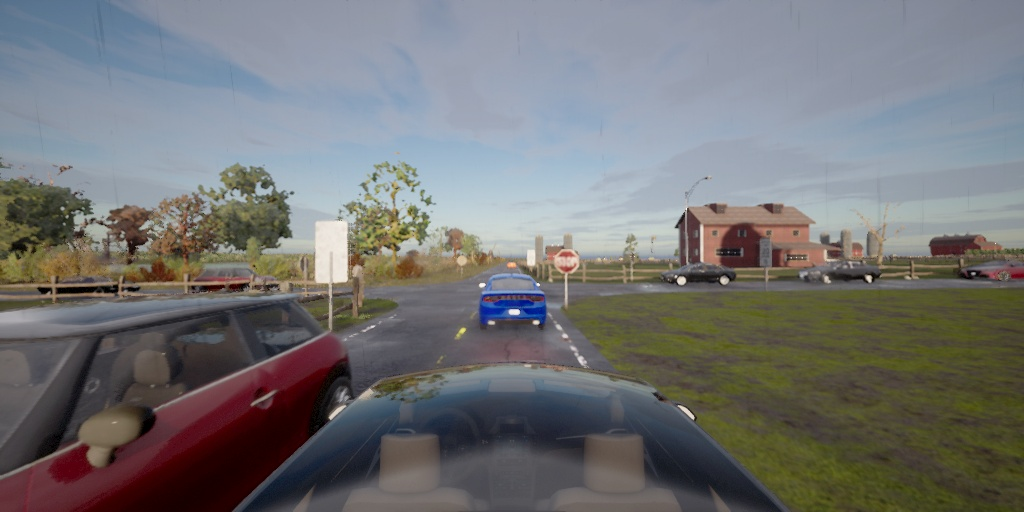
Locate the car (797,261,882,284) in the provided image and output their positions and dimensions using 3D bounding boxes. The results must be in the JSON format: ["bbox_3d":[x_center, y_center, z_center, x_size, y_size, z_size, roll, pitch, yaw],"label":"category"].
[{"bbox_3d":[22.746,1.115,25.042,4.902,1.511,2.128,-1,0,0],"label":"car"}]

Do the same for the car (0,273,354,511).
[{"bbox_3d":[-2.824,1.106,2.121,2.097,1.767,4.553,0,-1,0],"label":"car"}]

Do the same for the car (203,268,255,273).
[{"bbox_3d":[-17.093,1.540,22.402,4.553,1.767,2.097,-1,0,1],"label":"car"}]

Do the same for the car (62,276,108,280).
[{"bbox_3d":[-26.375,1.918,22.542,4.718,1.301,1.895,-1,0,1],"label":"car"}]

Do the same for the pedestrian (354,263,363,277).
[{"bbox_3d":[-12.169,1.433,28.322,0.375,1.860,0.375,0,1,0],"label":"pedestrian"}]

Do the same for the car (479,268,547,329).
[{"bbox_3d":[-0.054,1.328,11.733,1.882,1.535,5.008,0,-1,-3],"label":"car"}]

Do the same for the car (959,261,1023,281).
[{"bbox_3d":[34.100,1.018,24.954,4.181,1.385,1.994,-1,0,0],"label":"car"}]

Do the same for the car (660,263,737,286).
[{"bbox_3d":[12.992,1.272,25.154,4.892,1.490,1.837,-1,0,2],"label":"car"}]
